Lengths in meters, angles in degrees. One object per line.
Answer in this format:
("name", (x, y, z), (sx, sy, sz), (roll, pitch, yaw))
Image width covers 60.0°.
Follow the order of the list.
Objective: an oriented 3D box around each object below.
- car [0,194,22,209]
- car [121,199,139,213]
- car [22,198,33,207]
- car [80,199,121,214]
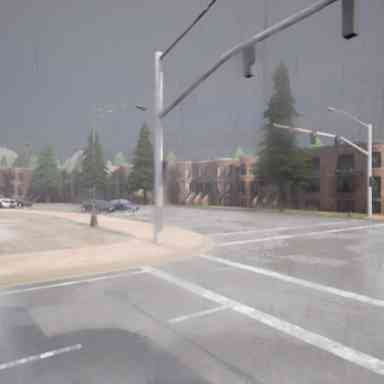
("car", (-26.477, 1.296, 44.962), (5.566, 2.045, 2.150), (0, 0, 16))
("car", (-7.961, 1.511, 37.899), (4.674, 1.442, 1.812), (0, 0, 43))
("car", (-25.494, 1.527, 48.319), (4.892, 1.490, 1.837), (0, 0, 16))
("car", (-9.908, 1.493, 34.947), (4.892, 1.490, 1.837), (0, 0, 43))
